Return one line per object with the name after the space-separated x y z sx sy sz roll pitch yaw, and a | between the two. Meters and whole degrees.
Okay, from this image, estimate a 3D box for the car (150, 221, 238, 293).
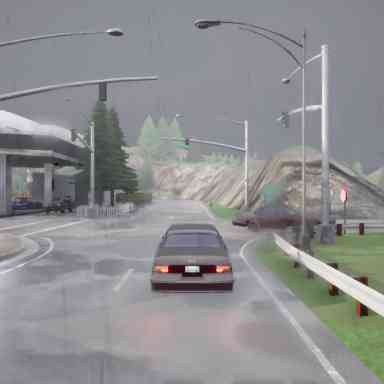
0.004 1.547 8.980 2.033 1.411 5.357 0 0 0 | car

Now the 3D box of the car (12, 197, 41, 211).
-20.220 1.480 40.846 2.242 1.667 4.611 0 0 -1 | car

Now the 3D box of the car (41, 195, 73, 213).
-14.515 1.313 36.567 1.905 1.878 3.866 0 0 -1 | car

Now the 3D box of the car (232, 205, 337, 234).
4.876 1.390 17.831 5.357 1.411 2.033 -1 -1 26 | car
